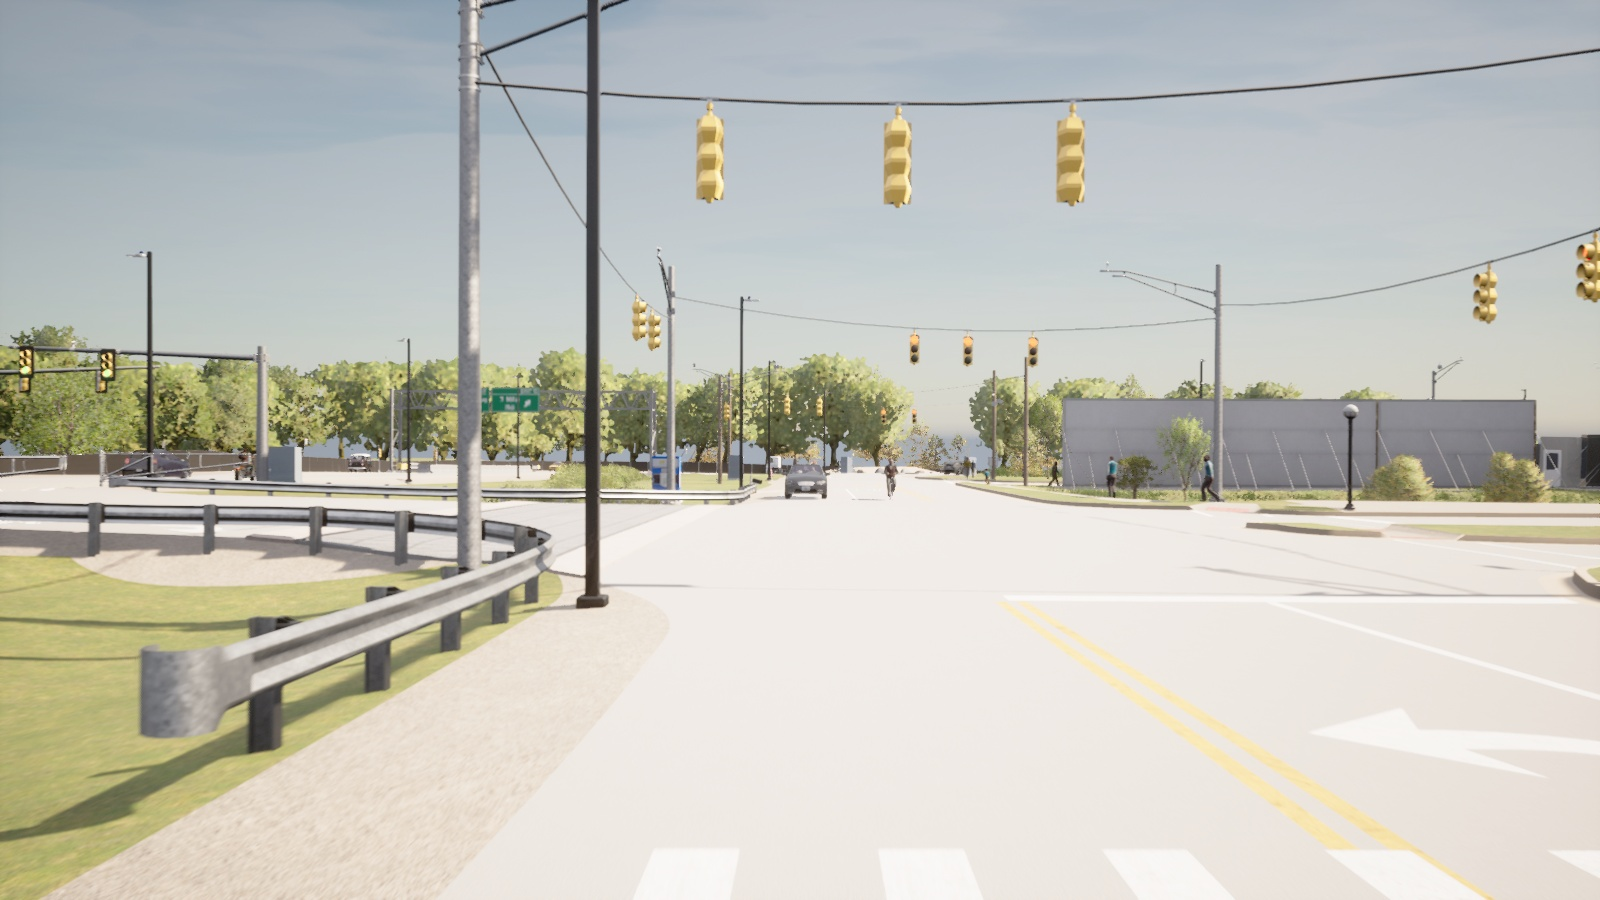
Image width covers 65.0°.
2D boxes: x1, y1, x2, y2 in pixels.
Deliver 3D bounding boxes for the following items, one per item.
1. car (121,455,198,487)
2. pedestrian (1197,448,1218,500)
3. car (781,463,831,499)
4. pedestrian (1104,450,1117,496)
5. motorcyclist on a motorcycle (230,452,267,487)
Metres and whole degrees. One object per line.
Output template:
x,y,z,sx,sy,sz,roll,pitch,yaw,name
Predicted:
-30.741,1.017,60.383,1.845,1.501,3.633,0,-1,1,car
15.291,0.910,47.152,0.692,1.930,0.396,0,1,31,pedestrian
0.293,1.337,55.774,2.128,1.511,4.902,0,0,1,car
13.174,0.968,53.248,0.396,1.930,0.692,0,1,2,pedestrian
-27.225,0.962,62.000,0.766,1.649,2.350,0,-1,1,motorcyclist on a motorcycle
